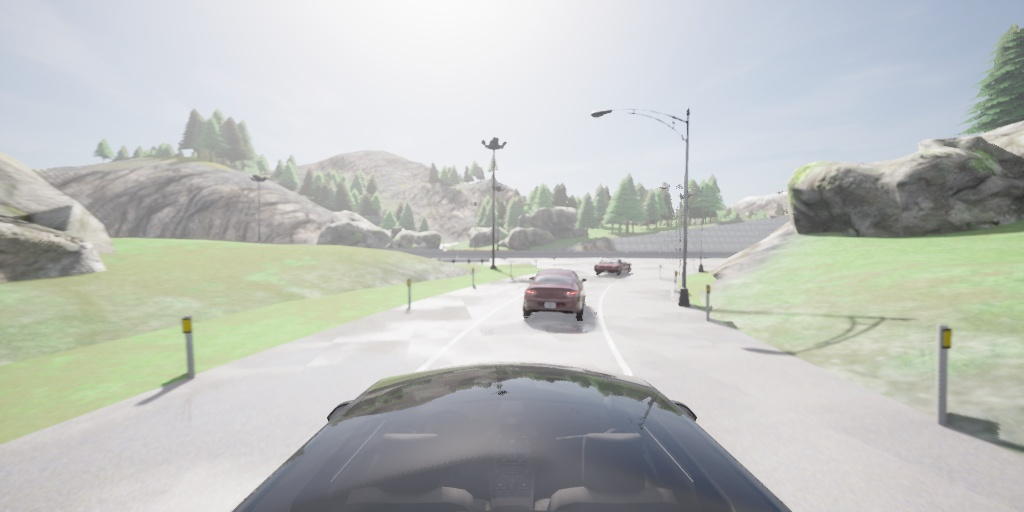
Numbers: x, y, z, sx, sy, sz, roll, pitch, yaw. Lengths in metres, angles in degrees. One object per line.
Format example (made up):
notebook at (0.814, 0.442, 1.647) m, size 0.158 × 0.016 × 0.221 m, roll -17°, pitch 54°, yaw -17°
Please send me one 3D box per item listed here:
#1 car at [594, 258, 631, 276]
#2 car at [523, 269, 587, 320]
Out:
car at (8.092, 0.820, 28.480) m, size 1.895 × 1.301 × 4.718 m, roll 1°, pitch 2°, yaw 30°
car at (1.532, 1.161, 12.188) m, size 1.812 × 1.442 × 4.674 m, roll 1°, pitch 1°, yaw 12°
